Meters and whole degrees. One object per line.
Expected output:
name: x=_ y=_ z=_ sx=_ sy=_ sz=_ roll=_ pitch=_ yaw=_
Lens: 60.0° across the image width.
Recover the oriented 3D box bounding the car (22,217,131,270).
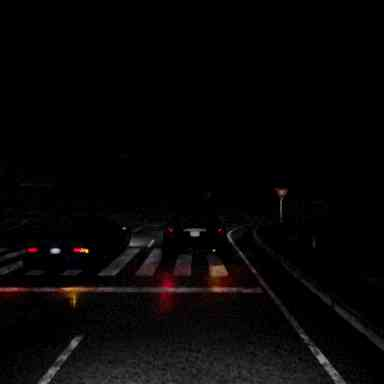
car: x=-3.384 y=1.521 z=10.875 sx=2.033 sy=1.411 sz=5.357 roll=0 pitch=0 yaw=1

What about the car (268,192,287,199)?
car: x=16.033 y=0.670 z=63.257 sx=1.994 sy=1.385 sz=4.181 roll=-1 pitch=2 yaw=-23

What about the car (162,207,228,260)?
car: x=0.120 y=1.318 z=12.505 sx=2.097 sy=1.767 sz=4.553 roll=0 pitch=0 yaw=1

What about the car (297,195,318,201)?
car: x=20.631 y=0.745 z=59.569 sx=1.812 sy=1.442 sz=4.674 roll=0 pitch=2 yaw=-15
